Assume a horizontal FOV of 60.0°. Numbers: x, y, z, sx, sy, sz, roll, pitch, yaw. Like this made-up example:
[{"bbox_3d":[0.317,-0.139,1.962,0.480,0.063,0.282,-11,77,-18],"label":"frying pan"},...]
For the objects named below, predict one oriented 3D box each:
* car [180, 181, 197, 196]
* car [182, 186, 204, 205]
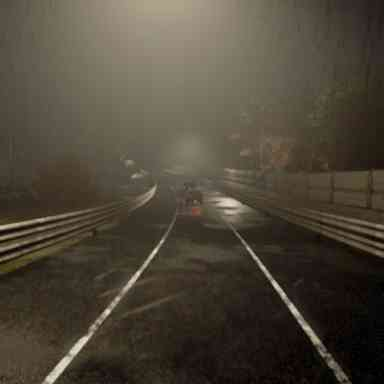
[{"bbox_3d":[-0.486,-0.561,47.095,2.150,2.045,5.566,0,5,-5],"label":"car"},{"bbox_3d":[0.195,0.498,36.312,1.837,1.490,4.892,0,4,-3],"label":"car"}]
